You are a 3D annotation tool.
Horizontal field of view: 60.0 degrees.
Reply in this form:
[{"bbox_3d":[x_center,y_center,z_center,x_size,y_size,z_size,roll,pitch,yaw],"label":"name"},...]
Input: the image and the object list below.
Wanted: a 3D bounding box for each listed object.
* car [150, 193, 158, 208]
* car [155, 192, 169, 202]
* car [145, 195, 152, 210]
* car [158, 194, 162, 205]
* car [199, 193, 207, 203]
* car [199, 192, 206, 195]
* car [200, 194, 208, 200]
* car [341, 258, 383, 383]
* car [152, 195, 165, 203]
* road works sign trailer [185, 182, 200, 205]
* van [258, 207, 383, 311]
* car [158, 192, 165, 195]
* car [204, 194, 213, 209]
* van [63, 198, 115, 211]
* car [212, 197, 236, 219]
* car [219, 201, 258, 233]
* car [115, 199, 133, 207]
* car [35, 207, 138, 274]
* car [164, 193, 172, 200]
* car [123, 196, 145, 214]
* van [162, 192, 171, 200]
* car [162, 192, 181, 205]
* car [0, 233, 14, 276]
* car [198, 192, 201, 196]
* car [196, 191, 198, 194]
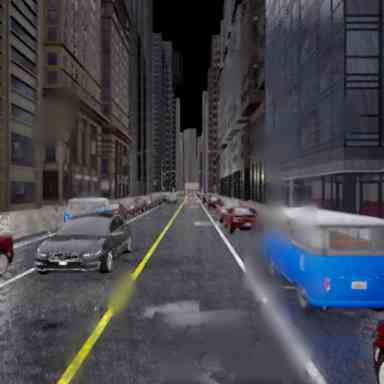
[{"bbox_3d":[-5.751,1.202,40.950,1.967,1.590,4.097,0,0,0],"label":"car"},{"bbox_3d":[-5.746,0.951,63.356,2.192,1.841,5.009,0,0,0],"label":"car"},{"bbox_3d":[-5.752,1.360,35.350,1.947,1.339,4.313,0,0,0],"label":"car"},{"bbox_3d":[-5.750,1.296,46.553,1.947,1.339,4.313,0,0,0],"label":"car"},{"bbox_3d":[2.777,1.232,57.767,1.947,1.339,4.313,0,0,0],"label":"car"},{"bbox_3d":[2.778,1.201,63.369,1.947,1.339,4.313,0,0,0],"label":"car"},{"bbox_3d":[2.782,1.128,80.175,1.802,1.307,4.206,0,0,0],"label":"car"},{"bbox_3d":[2.766,1.534,1.746,1.887,1.381,4.507,0,0,0],"label":"car"},{"bbox_3d":[-5.748,1.248,57.756,1.802,1.307,4.206,0,0,0],"label":"car"},{"bbox_3d":[0.011,0.160,52.612,2.380,3.560,2.880,0,0,0],"label":"road works sign trailer"},{"bbox_3d":[2.768,1.298,7.347,1.690,1.788,3.998,0,0,0],"label":"van"},{"bbox_3d":[-5.748,1.013,52.153,2.192,1.841,5.009,0,0,0],"label":"car"},{"bbox_3d":[2.774,1.307,40.960,1.887,1.381,4.507,0,0,0],"label":"car"},{"bbox_3d":[-5.755,1.233,18.544,1.690,1.788,3.998,0,0,0],"label":"van"},{"bbox_3d":[2.771,1.299,24.154,1.967,1.590,4.097,0,0,0],"label":"car"},{"bbox_3d":[2.769,1.436,18.553,1.887,1.381,4.507,0,0,0],"label":"car"},{"bbox_3d":[-5.755,1.441,24.146,1.802,1.307,4.206,0,0,0],"label":"car"},{"bbox_3d":[-3.098,1.444,10.413,1.837,1.490,4.892,0,0,0],"label":"car"},{"bbox_3d":[-5.743,1.072,79.992,1.752,1.417,4.829,0,0,0],"label":"car"},{"bbox_3d":[-5.753,1.267,29.747,1.967,1.590,4.097,0,0,0],"label":"car"},{"bbox_3d":[-5.744,0.916,74.559,1.690,1.788,3.998,0,0,0],"label":"van"},{"bbox_3d":[-3.068,1.206,51.474,1.837,1.490,4.892,0,0,0],"label":"car"},{"bbox_3d":[-5.758,1.501,7.341,1.887,1.381,4.507,0,0,0],"label":"car"},{"bbox_3d":[2.779,1.156,68.970,2.008,1.369,4.403,0,0,0],"label":"car"},{"bbox_3d":[2.783,0.832,85.775,2.192,1.841,5.009,0,0,0],"label":"car"}]
